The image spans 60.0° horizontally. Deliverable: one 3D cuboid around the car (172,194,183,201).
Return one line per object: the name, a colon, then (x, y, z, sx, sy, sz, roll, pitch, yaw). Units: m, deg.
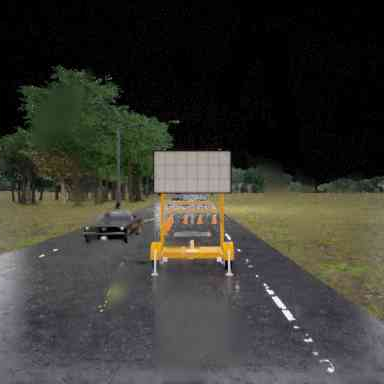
car: (-2.996, 1.211, 69.851, 1.994, 1.385, 4.181, 0, 1, 1)

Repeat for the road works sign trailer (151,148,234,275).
road works sign trailer: (0.010, 0.445, 10.314, 2.380, 3.560, 2.880, 0, 0, 0)

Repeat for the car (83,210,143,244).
car: (-3.571, 1.565, 15.752, 1.895, 1.301, 4.718, 0, 0, 0)
